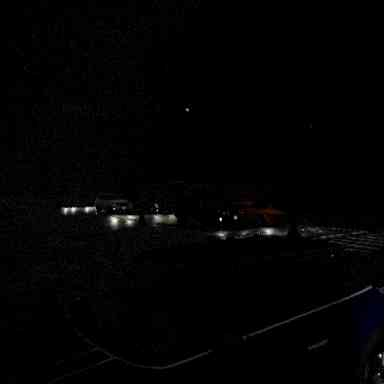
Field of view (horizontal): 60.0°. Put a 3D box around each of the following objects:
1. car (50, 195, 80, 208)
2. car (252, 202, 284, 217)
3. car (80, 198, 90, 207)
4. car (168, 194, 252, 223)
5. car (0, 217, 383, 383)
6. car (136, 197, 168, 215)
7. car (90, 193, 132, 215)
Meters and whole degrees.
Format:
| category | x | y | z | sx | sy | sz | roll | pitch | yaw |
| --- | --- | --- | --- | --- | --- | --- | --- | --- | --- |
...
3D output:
| category | x | y | z | sx | sy | sz | roll | pitch | yaw |
| --- | --- | --- | --- | --- | --- | --- | --- | --- | --- |
| car | -18.717 | 1.488 | 48.869 | 2.128 | 1.511 | 4.902 | 0 | 0 | -36 |
| car | 4.049 | 1.409 | 22.903 | 1.882 | 1.535 | 5.008 | 0 | 0 | -36 |
| car | -16.058 | 1.601 | 50.737 | 1.895 | 1.301 | 4.718 | 0 | 0 | -36 |
| car | 0.985 | 1.142 | 21.635 | 2.150 | 2.045 | 5.566 | 0 | 0 | -34 |
| car | 0.036 | 1.341 | 3.275 | 4.553 | 1.767 | 2.097 | 0 | 0 | -36 |
| car | -3.819 | 1.309 | 33.737 | 2.097 | 1.767 | 4.553 | 0 | 0 | -36 |
| car | -8.146 | 1.171 | 34.160 | 2.150 | 2.045 | 5.566 | 0 | 0 | -36 |
